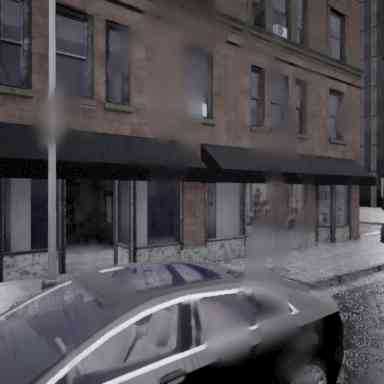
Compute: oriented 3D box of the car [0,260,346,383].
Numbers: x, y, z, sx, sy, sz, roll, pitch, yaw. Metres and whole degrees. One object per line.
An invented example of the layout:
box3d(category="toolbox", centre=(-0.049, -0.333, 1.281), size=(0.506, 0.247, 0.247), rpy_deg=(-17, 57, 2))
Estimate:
box3d(category="car", centre=(-0.599, 1.491, 2.960), size=(4.902, 1.511, 2.128), rpy_deg=(0, 0, -35))
